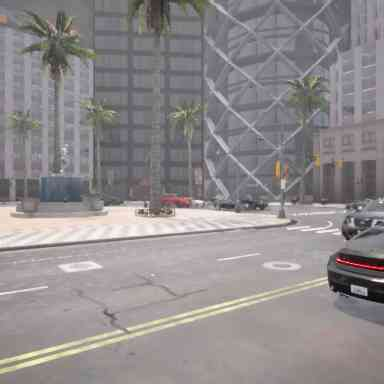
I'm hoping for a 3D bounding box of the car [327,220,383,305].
[{"bbox_3d":[4.956,1.505,7.331,4.892,1.490,1.837,0,0,-35],"label":"car"}]

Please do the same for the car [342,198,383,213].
[{"bbox_3d":[20.064,1.491,37.938,2.128,1.511,4.902,0,0,-35],"label":"car"}]

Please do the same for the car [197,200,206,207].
[{"bbox_3d":[-0.169,1.526,49.596,4.674,1.442,1.812,0,0,32],"label":"car"}]

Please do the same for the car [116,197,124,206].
[{"bbox_3d":[-14.001,1.219,54.867,5.566,2.045,2.150,0,0,7],"label":"car"}]

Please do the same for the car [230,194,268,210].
[{"bbox_3d":[7.121,1.221,43.111,2.150,2.045,5.566,0,0,-41],"label":"car"}]

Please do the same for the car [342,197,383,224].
[{"bbox_3d":[8.937,1.221,14.650,5.566,2.045,2.150,0,0,-34],"label":"car"}]

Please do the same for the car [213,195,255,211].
[{"bbox_3d":[4.752,1.492,40.427,2.128,1.511,4.902,0,0,-42],"label":"car"}]

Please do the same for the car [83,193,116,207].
[{"bbox_3d":[-15.154,1.224,51.510,5.566,2.045,2.150,0,0,5],"label":"car"}]

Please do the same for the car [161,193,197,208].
[{"bbox_3d":[-2.599,1.219,47.121,5.566,2.045,2.150,0,0,31],"label":"car"}]
